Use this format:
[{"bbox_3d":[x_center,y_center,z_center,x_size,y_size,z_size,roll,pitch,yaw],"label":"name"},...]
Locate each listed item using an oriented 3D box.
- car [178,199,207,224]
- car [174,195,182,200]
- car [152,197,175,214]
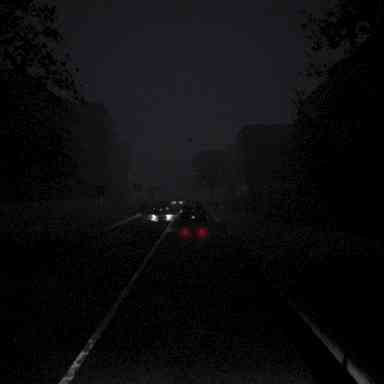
[{"bbox_3d":[0.089,1.515,25.101,2.128,1.511,4.902,0,0,0],"label":"car"},{"bbox_3d":[-3.251,1.361,77.173,1.895,1.301,4.718,0,1,0],"label":"car"},{"bbox_3d":[-3.121,1.538,35.407,1.837,1.490,4.892,0,0,0],"label":"car"}]
